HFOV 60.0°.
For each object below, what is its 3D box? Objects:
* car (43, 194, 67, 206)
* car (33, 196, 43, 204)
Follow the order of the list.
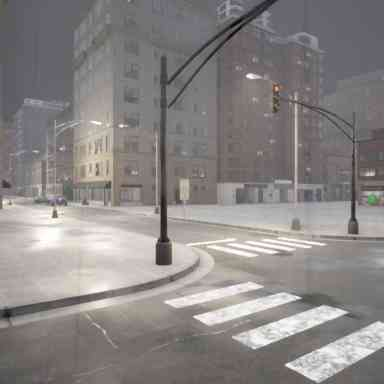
[{"bbox_3d":[-19.661,1.119,48.181,2.097,1.767,4.553,0,0,-36],"label":"car"},{"bbox_3d":[-25.456,1.287,56.294,1.994,1.385,4.181,0,0,-36],"label":"car"}]
